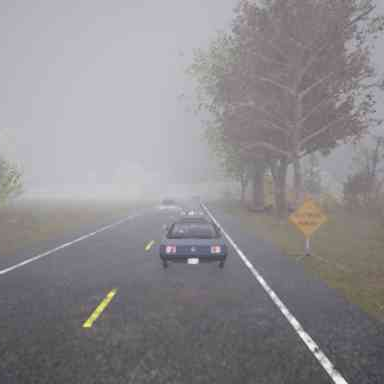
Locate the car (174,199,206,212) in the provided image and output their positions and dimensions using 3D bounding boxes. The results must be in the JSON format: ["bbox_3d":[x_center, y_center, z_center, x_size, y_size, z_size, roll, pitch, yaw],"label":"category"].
[{"bbox_3d":[0.041,1.479,24.736,2.033,1.411,5.357,0,0,0],"label":"car"}]

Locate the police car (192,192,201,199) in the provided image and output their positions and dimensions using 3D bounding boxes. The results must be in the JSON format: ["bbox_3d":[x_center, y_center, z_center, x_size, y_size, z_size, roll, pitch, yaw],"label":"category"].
[{"bbox_3d":[1.033,1.096,80.392,1.930,1.638,5.238,0,0,0],"label":"police car"}]

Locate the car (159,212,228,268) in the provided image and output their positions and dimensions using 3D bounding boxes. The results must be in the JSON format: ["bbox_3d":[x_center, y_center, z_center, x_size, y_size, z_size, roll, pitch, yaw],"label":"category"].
[{"bbox_3d":[0.055,1.571,11.158,1.895,1.301,4.718,0,0,0],"label":"car"}]

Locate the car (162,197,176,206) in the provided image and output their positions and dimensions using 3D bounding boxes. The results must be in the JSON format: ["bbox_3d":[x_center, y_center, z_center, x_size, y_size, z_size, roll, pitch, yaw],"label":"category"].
[{"bbox_3d":[-3.581,1.421,52.012,1.895,1.301,4.718,0,0,0],"label":"car"}]

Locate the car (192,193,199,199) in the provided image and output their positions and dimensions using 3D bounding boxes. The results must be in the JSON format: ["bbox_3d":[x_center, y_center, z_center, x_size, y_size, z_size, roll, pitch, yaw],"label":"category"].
[{"bbox_3d":[1.030,1.115,90.283,1.837,1.490,4.892,0,0,0],"label":"car"}]

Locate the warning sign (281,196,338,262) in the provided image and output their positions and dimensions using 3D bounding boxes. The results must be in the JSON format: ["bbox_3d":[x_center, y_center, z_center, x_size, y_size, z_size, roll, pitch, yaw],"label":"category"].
[{"bbox_3d":[3.571,1.088,10.238,1.300,1.860,1.060,1,2,0],"label":"warning sign"}]
